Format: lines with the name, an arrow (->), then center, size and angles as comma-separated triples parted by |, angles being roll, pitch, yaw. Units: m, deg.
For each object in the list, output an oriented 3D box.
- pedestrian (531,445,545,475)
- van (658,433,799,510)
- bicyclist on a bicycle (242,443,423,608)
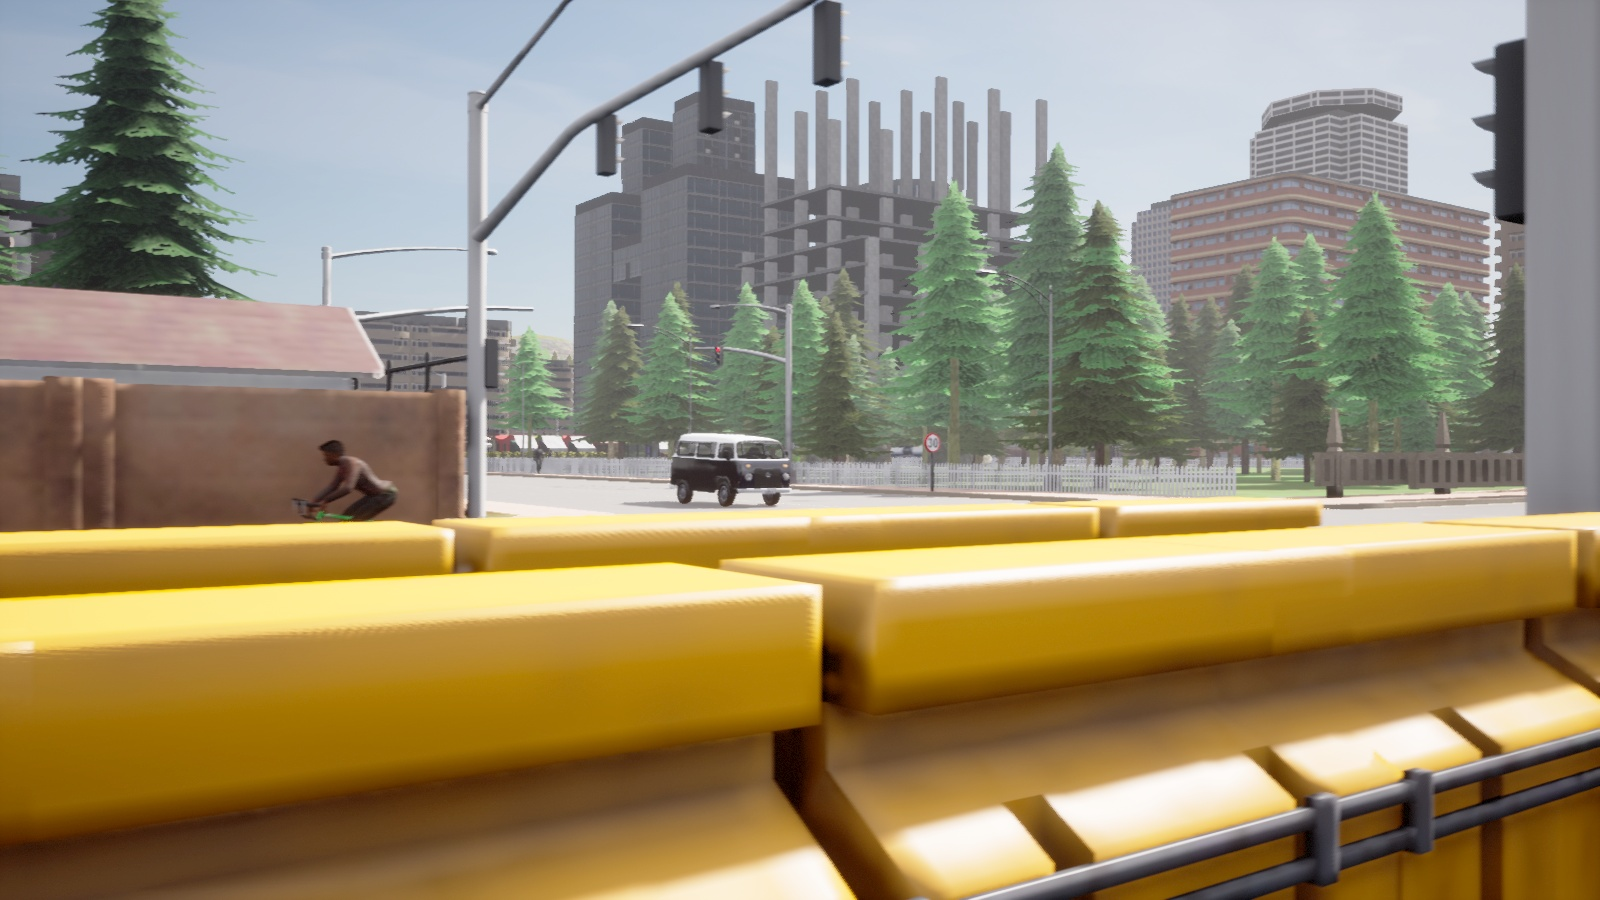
pedestrian -> -16.301, 0.630, 78.119 | 0.563, 1.883, 0.849 | 0, 0, -33
van -> -2.140, 0.551, 36.155 | 2.069, 2.038, 4.480 | 0, 1, -33
bicyclist on a bicycle -> -4.851, 0.740, 13.076 | 1.656, 1.620, 0.582 | -1, 0, -35
